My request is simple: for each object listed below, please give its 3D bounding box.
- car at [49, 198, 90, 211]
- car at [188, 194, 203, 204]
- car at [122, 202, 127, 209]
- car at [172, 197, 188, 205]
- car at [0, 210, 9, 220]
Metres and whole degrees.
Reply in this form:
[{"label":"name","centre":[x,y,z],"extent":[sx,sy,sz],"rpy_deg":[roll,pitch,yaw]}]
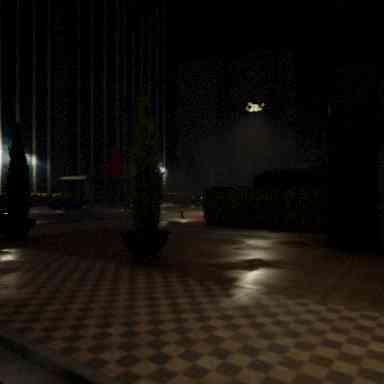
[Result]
[{"label":"car","centre":[-14.803,1.468,40.384],"extent":[1.882,1.535,5.008],"rpy_deg":[0,0,35]},{"label":"car","centre":[1.924,1.000,58.052],"extent":[2.097,1.767,4.553],"rpy_deg":[0,0,35]},{"label":"car","centre":[-7.284,1.343,45.028],"extent":[2.097,1.767,4.553],"rpy_deg":[0,0,35]},{"label":"car","centre":[-1.559,1.591,59.194],"extent":[1.895,1.301,4.718],"rpy_deg":[0,0,35]},{"label":"car","centre":[-14.617,1.498,22.025],"extent":[1.837,1.490,4.892],"rpy_deg":[-2,-1,31]}]
